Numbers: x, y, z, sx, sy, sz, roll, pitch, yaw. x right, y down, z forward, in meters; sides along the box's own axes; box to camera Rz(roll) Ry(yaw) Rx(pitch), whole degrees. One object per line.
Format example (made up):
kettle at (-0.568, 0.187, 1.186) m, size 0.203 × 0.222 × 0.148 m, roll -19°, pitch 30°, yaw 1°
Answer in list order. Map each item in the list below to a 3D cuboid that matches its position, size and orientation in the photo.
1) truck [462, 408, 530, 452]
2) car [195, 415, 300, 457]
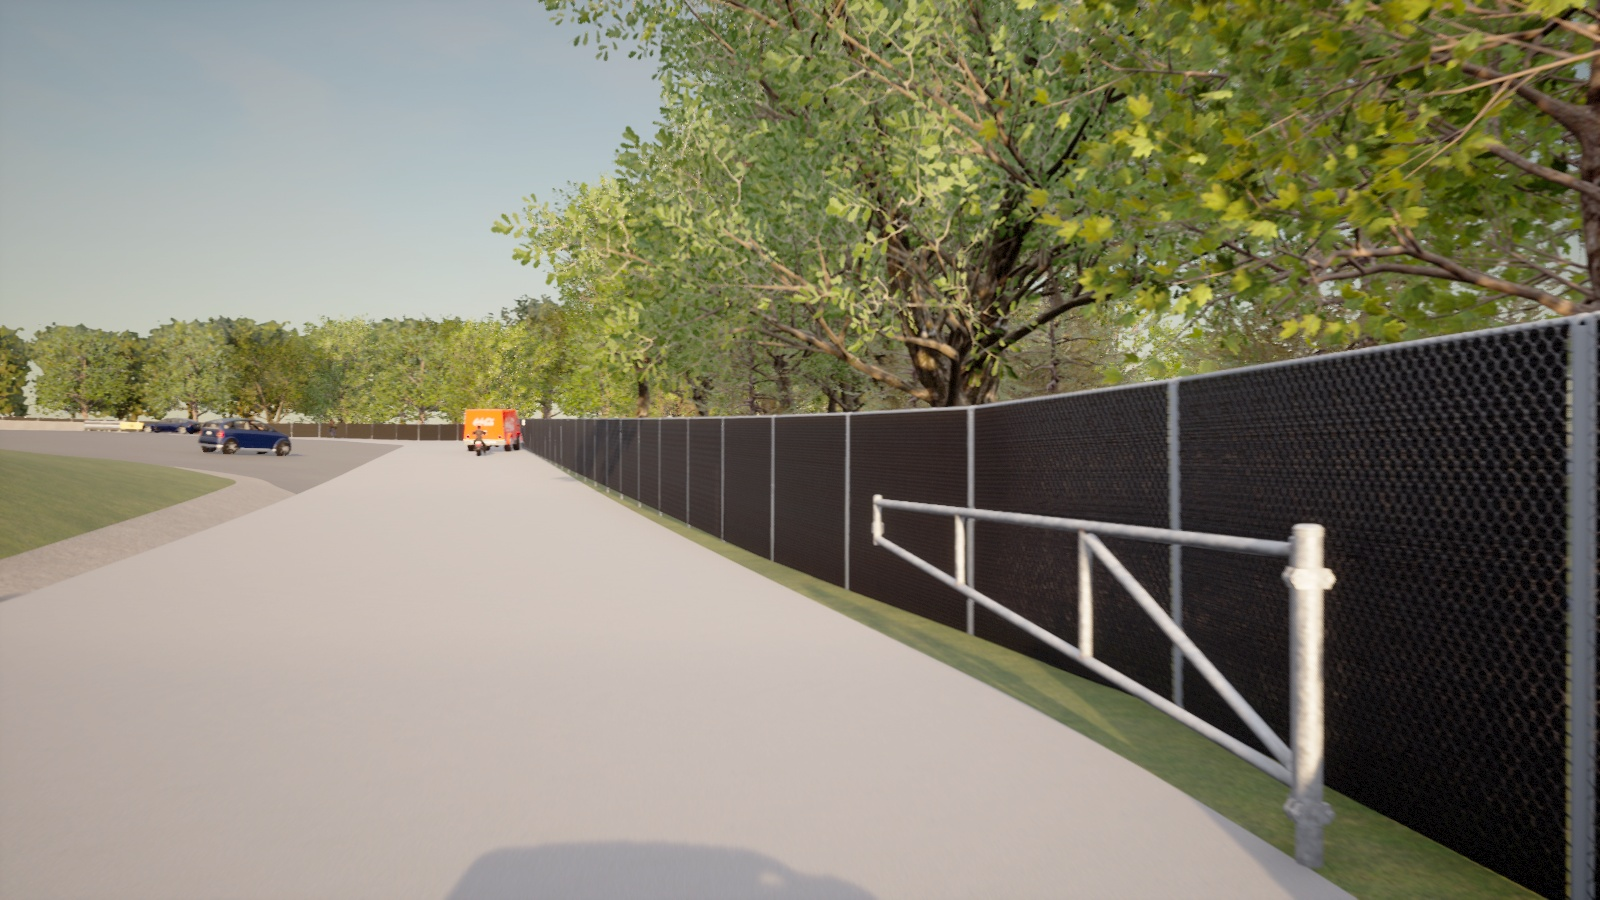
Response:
truck at (-17.862, -1.202, 74.027) m, size 2.627 × 2.467 × 5.204 m, roll 1°, pitch 2°, yaw 1°
car at (-23.740, -0.594, 54.049) m, size 1.789 × 1.549 × 3.705 m, roll 4°, pitch 1°, yaw 32°
